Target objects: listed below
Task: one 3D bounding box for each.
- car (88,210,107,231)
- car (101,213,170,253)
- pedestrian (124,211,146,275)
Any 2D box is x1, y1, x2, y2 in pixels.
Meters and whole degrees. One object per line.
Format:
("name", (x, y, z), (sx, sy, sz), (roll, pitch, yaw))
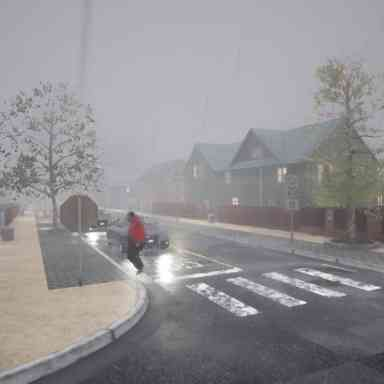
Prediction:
("car", (-6.905, 1.988, 24.068), (1.994, 1.385, 4.181), (-1, -1, -26))
("car", (-2.551, 1.814, 15.049), (1.994, 1.385, 4.181), (-1, -1, -27))
("pedestrian", (-1.553, 1.343, 9.146), (0.375, 1.860, 0.375), (-2, 1, -26))
